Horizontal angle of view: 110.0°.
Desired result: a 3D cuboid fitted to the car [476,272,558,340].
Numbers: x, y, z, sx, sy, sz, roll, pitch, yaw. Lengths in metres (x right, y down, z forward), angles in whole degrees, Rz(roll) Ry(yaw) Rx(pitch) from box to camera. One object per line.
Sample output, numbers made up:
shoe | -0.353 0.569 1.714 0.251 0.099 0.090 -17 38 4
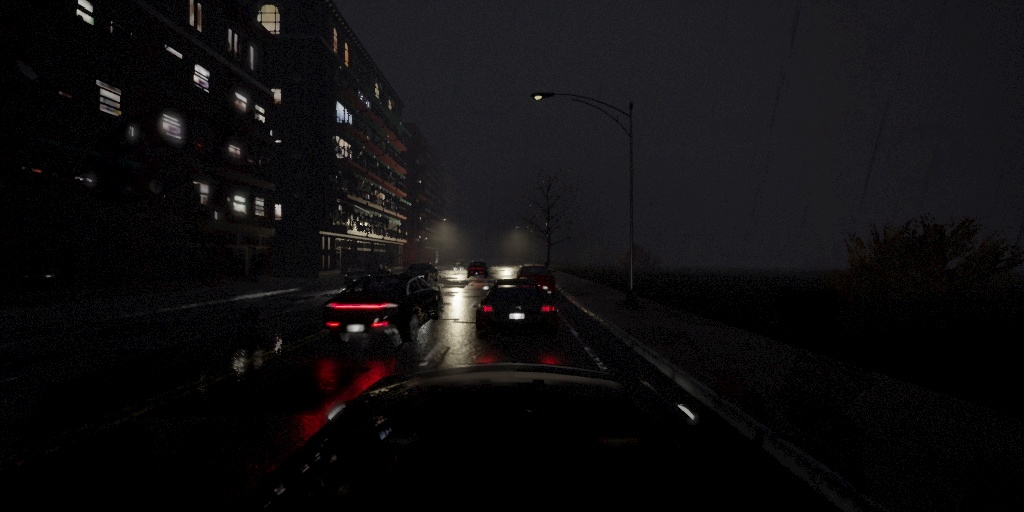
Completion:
car | 0.105 1.315 10.024 1.994 1.385 4.181 0 0 0

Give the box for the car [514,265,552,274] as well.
car | 1.145 1.230 18.944 1.882 1.535 5.008 0 0 0

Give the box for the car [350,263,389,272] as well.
car | -9.840 1.244 24.858 2.128 1.511 4.902 0 0 0

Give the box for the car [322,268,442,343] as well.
car | -3.148 1.241 9.642 2.128 1.511 4.902 0 0 0

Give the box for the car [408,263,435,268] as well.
car | -6.590 1.257 25.801 1.837 1.490 4.892 0 0 0

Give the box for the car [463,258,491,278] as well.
car | -3.135 1.257 34.035 1.837 1.490 4.892 0 0 0
